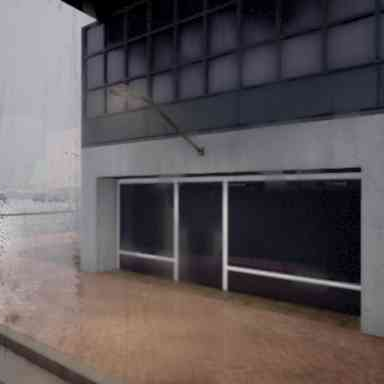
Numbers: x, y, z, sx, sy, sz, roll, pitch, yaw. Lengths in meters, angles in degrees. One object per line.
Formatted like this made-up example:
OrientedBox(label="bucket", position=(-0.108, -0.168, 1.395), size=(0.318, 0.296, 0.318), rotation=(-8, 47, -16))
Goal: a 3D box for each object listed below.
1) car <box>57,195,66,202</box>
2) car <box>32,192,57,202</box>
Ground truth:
OrientedBox(label="car", position=(-26.869, 1.220, 65.996), size=(3.905, 1.438, 1.784), rotation=(0, 0, 35))
OrientedBox(label="car", position=(-28.596, 1.009, 63.669), size=(4.605, 1.855, 1.932), rotation=(0, 0, 35))
